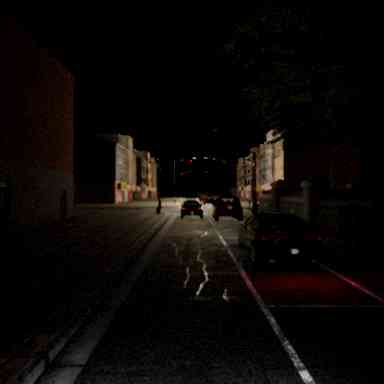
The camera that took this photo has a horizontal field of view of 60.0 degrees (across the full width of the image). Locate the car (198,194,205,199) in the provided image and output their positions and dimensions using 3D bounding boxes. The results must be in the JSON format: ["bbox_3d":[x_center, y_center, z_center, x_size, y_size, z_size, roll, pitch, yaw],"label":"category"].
[{"bbox_3d":[2.635,1.300,90.024,1.802,1.307,4.206,0,0,0],"label":"car"}]

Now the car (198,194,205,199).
[{"bbox_3d":[2.635,1.265,95.461,2.008,1.369,4.403,0,0,0],"label":"car"}]

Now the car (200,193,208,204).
[{"bbox_3d":[2.640,1.333,51.962,1.887,1.381,4.507,1,0,0],"label":"car"}]

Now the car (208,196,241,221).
[{"bbox_3d":[2.646,1.192,25.531,2.192,1.841,5.009,1,0,0],"label":"car"}]

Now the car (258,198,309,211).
[{"bbox_3d":[10.369,1.392,38.152,5.357,1.411,2.033,0,0,5],"label":"car"}]

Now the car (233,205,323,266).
[{"bbox_3d":[2.749,1.419,11.366,1.882,1.535,5.008,0,0,0],"label":"car"}]

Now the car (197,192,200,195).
[{"bbox_3d":[2.640,1.055,73.711,2.192,1.841,5.009,1,0,0],"label":"car"}]

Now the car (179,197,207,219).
[{"bbox_3d":[-0.054,1.394,27.682,1.812,1.442,4.674,0,0,-2],"label":"car"}]

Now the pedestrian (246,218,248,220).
[{"bbox_3d":[2.487,1.599,14.331,0.500,1.100,0.500,1,-1,-10],"label":"pedestrian"}]

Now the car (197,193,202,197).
[{"bbox_3d":[2.638,1.294,68.274,1.887,1.381,4.507,1,0,0],"label":"car"}]
